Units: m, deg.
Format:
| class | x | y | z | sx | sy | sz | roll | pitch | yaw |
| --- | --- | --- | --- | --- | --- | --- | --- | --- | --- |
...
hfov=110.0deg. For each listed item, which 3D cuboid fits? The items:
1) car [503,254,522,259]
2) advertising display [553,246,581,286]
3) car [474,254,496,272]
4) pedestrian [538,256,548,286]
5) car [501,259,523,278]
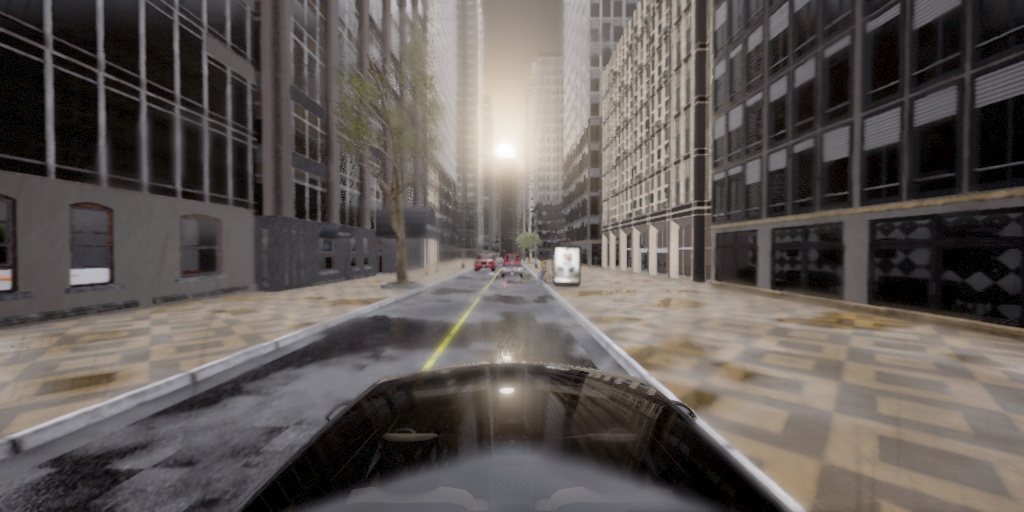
| class | x | y | z | sx | sy | sz | roll | pitch | yaw |
| --- | --- | --- | --- | --- | --- | --- | --- | --- | --- |
| car | 0.033 | 0.727 | 44.265 | 2.150 | 2.045 | 5.566 | 0 | 1 | 1 |
| advertising display | 3.137 | 0.660 | 20.593 | 1.540 | 2.440 | 0.280 | 0 | 0 | 0 |
| car | -3.040 | 0.743 | 41.529 | 2.150 | 2.045 | 5.566 | 0 | 0 | 1 |
| pedestrian | 1.865 | 0.819 | 21.200 | 0.375 | 1.860 | 0.375 | -1 | 1 | -1 |
| car | 0.021 | 1.173 | 31.676 | 1.895 | 1.301 | 4.718 | 0 | 0 | 0 |
